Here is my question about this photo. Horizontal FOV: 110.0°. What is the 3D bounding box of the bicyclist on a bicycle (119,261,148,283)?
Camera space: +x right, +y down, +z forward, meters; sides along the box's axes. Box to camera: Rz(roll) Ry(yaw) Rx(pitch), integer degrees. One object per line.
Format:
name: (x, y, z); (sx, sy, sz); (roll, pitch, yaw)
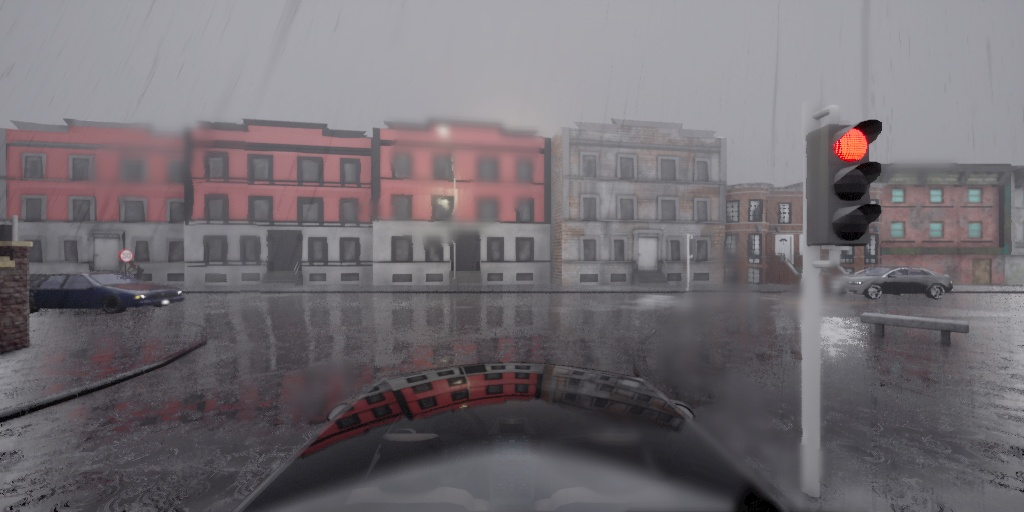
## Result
bicyclist on a bicycle: (-22.690, 1.098, 21.514); (0.582, 1.620, 1.656); (0, 0, 0)

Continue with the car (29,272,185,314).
car: (-15.327, 1.297, 13.107); (5.357, 1.411, 2.033); (0, 0, 0)

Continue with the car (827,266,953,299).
car: (18.126, 1.242, 17.335); (4.902, 1.511, 2.128); (0, 0, 0)
